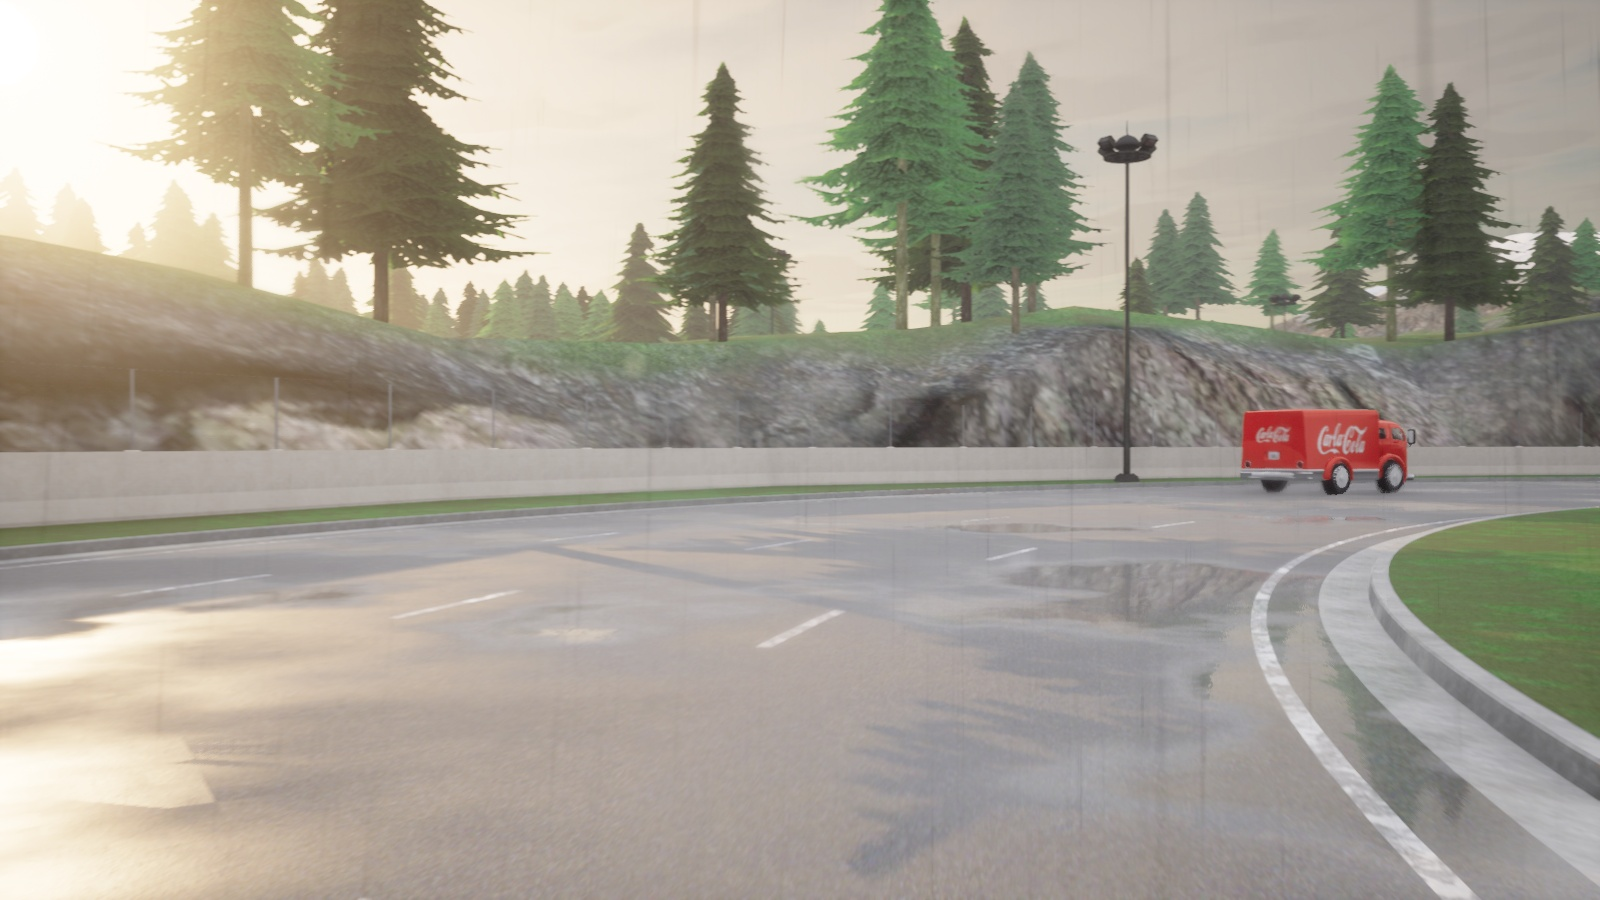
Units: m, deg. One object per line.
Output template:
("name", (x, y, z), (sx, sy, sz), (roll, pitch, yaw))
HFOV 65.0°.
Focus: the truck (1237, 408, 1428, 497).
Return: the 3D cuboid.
("truck", (15.893, 0.076, 37.446), (5.204, 2.467, 2.627), (0, 0, -30))
